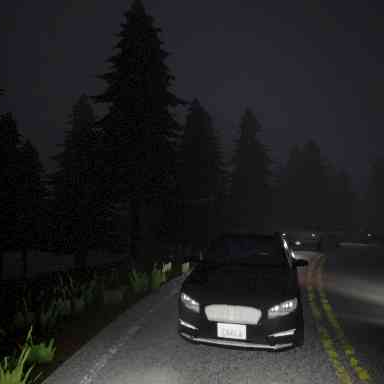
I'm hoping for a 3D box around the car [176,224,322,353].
[{"bbox_3d":[1.131,1.561,6.596,2.128,1.511,4.902,-1,-2,15],"label":"car"}]

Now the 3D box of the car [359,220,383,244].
[{"bbox_3d":[15.822,3.223,26.451,5.566,2.045,2.150,8,-8,-28],"label":"car"}]

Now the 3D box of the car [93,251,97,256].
[{"bbox_3d":[-20.282,13.650,72.959,4.181,1.381,1.994,-2,-5,31],"label":"car"}]

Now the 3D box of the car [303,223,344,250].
[{"bbox_3d":[6.487,2.307,17.680,1.895,1.301,4.718,-3,-6,39],"label":"car"}]
